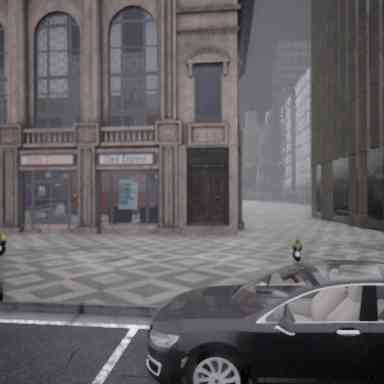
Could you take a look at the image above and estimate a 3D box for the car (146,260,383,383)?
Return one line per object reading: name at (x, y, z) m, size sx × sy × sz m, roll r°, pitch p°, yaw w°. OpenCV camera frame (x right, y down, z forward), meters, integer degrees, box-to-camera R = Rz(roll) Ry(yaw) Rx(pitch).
car at (1.654, 1.548, 4.021) m, size 4.403 × 1.369 × 2.008 m, roll 0°, pitch 0°, yaw 6°
